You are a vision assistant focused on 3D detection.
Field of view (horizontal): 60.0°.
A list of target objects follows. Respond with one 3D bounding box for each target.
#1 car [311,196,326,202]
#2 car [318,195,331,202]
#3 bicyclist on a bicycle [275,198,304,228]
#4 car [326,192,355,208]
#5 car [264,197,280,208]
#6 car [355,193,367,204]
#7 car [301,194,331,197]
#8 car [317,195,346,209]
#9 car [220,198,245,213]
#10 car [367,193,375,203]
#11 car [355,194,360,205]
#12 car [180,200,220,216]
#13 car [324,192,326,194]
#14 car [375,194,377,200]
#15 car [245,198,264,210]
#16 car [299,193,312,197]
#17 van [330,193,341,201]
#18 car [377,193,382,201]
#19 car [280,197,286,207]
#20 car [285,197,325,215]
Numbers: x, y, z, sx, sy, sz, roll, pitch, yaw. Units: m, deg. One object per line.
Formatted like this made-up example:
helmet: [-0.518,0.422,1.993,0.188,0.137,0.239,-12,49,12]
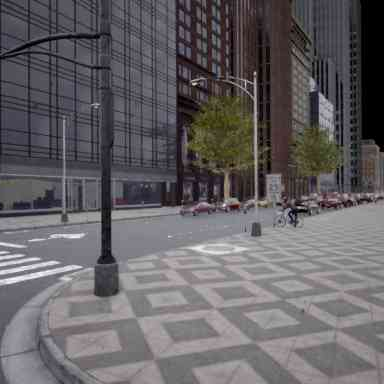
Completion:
car: [26.128,1.417,68.825,1.947,1.339,4.313,0,0,35]
car: [29.325,1.426,73.469,1.802,1.307,4.206,0,0,35]
bicyclist on a bicycle: [5.325,1.177,18.357,1.656,1.620,0.582,-1,0,35]
car: [20.351,1.136,45.406,2.192,1.841,5.009,0,0,35]
car: [10.039,1.426,45.459,1.752,1.417,4.829,0,0,35]
car: [26.746,1.117,54.694,2.192,1.841,5.009,0,0,35]
car: [16.585,1.339,44.467,2.128,1.511,4.902,-1,0,35]
car: [17.154,1.376,40.760,1.887,1.381,4.507,0,0,35]
car: [3.739,1.366,36.310,1.967,1.590,4.097,0,0,35]
car: [33.142,1.098,63.983,2.192,1.841,5.009,0,0,35]
car: [23.549,1.377,50.049,1.947,1.339,4.313,0,0,35]
car: [0.542,1.524,31.665,1.802,1.307,4.206,0,0,35]
car: [22.274,1.051,52.731,2.150,2.045,5.566,-1,0,35]
car: [36.437,1.301,68.766,1.752,1.417,4.829,-1,0,35]
car: [6.938,1.494,40.955,1.802,1.307,4.206,0,0,35]
car: [19.730,1.415,59.535,1.887,1.381,4.507,0,0,35]
van: [35.719,1.184,82.761,1.690,1.788,3.998,-1,0,35]
car: [42.736,1.357,77.914,1.802,1.307,4.206,-1,0,35]
car: [13.334,1.455,50.245,1.947,1.339,4.313,0,0,35]
car: [10.759,1.424,31.471,1.947,1.339,4.313,0,0,35]
